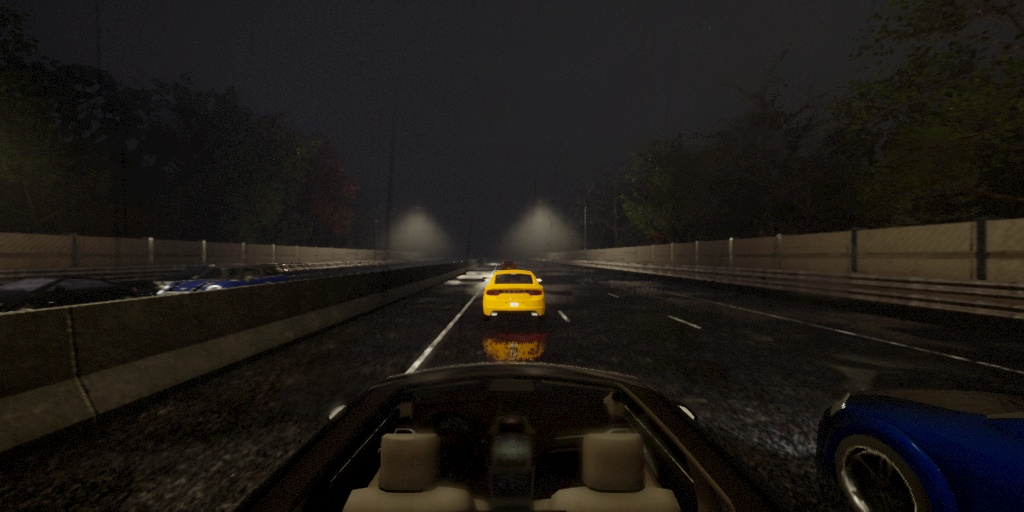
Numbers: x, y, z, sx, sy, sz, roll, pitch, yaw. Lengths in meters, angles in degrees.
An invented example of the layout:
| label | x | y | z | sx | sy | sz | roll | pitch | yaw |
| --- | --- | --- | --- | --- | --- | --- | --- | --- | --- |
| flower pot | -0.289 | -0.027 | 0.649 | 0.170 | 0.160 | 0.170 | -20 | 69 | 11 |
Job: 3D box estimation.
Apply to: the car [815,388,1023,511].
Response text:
| label | x | y | z | sx | sy | sz | roll | pitch | yaw |
| --- | --- | --- | --- | --- | --- | --- | --- | --- | --- |
| car | 3.592 | 1.313 | 1.321 | 1.994 | 1.385 | 4.181 | 0 | 0 | 0 |

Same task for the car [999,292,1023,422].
| label | x | y | z | sx | sy | sz | roll | pitch | yaw |
| --- | --- | --- | --- | --- | --- | --- | --- | --- | --- |
| car | 7.092 | 1.226 | 2.020 | 1.882 | 1.535 | 5.008 | 0 | 0 | 0 |

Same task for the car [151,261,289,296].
| label | x | y | z | sx | sy | sz | roll | pitch | yaw |
| --- | --- | --- | --- | --- | --- | --- | --- | --- | --- |
| car | -10.654 | 1.107 | 13.658 | 2.097 | 1.767 | 4.553 | 0 | 0 | 0 |

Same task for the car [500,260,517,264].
| label | x | y | z | sx | sy | sz | roll | pitch | yaw |
| --- | --- | --- | --- | --- | --- | --- | --- | --- | --- |
| car | -0.417 | 1.242 | 43.519 | 1.882 | 1.535 | 5.008 | 0 | 0 | -1 |

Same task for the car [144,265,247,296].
| label | x | y | z | sx | sy | sz | roll | pitch | yaw |
| --- | --- | --- | --- | --- | --- | --- | --- | --- | --- |
| car | -17.714 | 1.283 | 20.467 | 1.812 | 1.442 | 4.674 | 0 | 0 | -1 |

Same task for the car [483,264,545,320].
| label | x | y | z | sx | sy | sz | roll | pitch | yaw |
| --- | --- | --- | --- | --- | --- | --- | --- | --- | --- |
| car | 0.053 | 1.232 | 12.679 | 1.882 | 1.535 | 5.008 | 0 | 0 | 0 |

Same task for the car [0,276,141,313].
| label | x | y | z | sx | sy | sz | roll | pitch | yaw |
| --- | --- | --- | --- | --- | --- | --- | --- | --- | --- |
| car | -14.136 | 1.319 | 10.921 | 1.994 | 1.385 | 4.181 | 0 | 0 | 0 |
